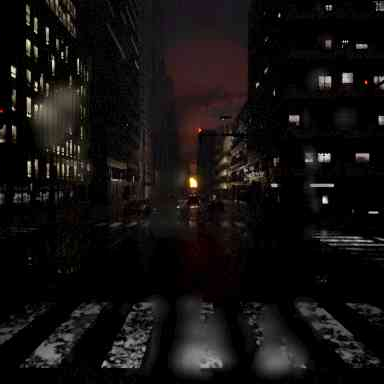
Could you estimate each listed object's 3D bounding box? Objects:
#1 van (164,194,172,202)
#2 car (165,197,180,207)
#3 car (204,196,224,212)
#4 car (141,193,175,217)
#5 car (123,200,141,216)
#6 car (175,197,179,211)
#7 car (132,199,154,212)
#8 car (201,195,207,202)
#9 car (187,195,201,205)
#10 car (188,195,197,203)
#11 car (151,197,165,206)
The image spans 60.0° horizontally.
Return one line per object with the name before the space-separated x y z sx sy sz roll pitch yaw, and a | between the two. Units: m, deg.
van | -5.566 1.322 78.191 1.690 1.788 3.998 -1 0 0
car | -2.995 1.534 52.108 2.033 1.411 5.357 0 0 0
car | 2.745 1.540 38.593 2.008 1.369 4.403 -1 0 0
car | -3.048 1.212 31.085 2.150 2.045 5.566 0 0 0
car | -5.646 1.516 32.784 1.752 1.417 4.829 -1 0 0
car | -3.021 1.210 41.564 2.150 2.045 5.566 0 0 0
car | -5.635 1.555 38.608 1.947 1.339 4.313 -1 0 0
car | 2.806 1.422 72.521 1.967 1.590 4.097 -1 0 0
car | 0.202 1.463 57.196 1.882 1.535 5.008 0 0 0
car | 0.188 1.460 70.770 1.882 1.535 5.008 0 0 0
car | -5.604 1.530 55.572 1.887 1.381 4.507 -1 0 0
